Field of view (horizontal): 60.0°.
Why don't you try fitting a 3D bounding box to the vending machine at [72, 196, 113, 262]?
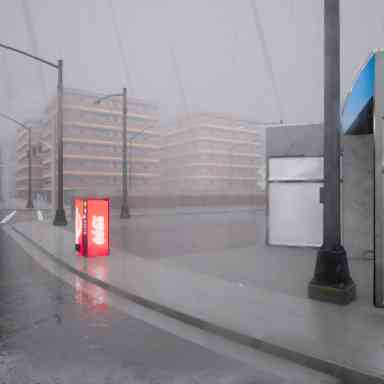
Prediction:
[{"bbox_3d":[-3.375,1.195,11.275,1.100,2.100,0.880,0,0,-36],"label":"vending machine"}]
